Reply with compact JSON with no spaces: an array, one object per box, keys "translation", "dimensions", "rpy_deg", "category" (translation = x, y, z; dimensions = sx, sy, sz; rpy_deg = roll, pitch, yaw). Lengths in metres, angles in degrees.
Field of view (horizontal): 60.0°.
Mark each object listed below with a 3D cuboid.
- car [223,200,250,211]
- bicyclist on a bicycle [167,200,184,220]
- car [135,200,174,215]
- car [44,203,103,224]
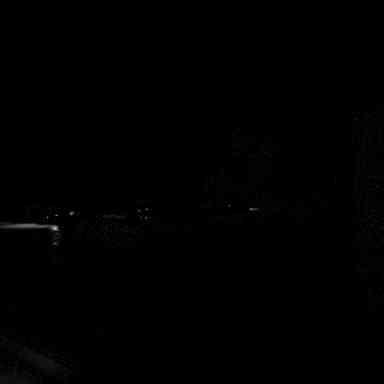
[{"translation":[5.731,1.684,42.453],"dimensions":[1.994,1.385,4.181],"rpy_deg":[0,0,35],"category":"car"},{"translation":[-1.302,1.397,25.136],"dimensions":[1.656,1.620,0.582],"rpy_deg":[-1,0,34],"category":"bicyclist on a bicycle"},{"translation":[-3.848,1.642,34.760],"dimensions":[1.837,1.490,4.892],"rpy_deg":[0,0,34],"category":"car"},{"translation":[-9.346,1.640,26.566],"dimensions":[1.837,1.490,4.892],"rpy_deg":[0,0,34],"category":"car"}]
